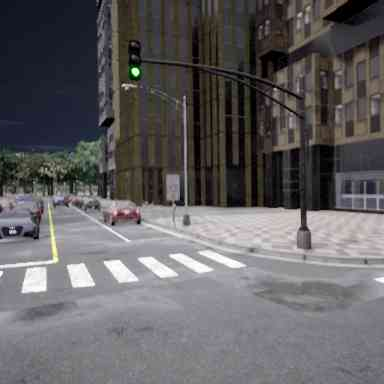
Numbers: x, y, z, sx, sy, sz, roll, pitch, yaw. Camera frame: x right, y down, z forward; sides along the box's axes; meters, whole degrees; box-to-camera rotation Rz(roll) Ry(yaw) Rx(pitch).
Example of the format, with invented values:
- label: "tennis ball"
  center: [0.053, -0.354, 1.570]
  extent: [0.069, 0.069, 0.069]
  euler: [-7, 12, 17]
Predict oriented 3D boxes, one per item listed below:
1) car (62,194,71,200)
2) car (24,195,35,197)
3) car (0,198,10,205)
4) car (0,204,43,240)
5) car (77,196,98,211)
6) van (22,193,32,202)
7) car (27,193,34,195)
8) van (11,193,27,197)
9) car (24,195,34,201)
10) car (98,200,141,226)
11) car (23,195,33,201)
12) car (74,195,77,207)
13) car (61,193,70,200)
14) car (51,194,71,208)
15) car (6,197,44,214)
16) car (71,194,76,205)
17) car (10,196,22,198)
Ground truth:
- label: "car"
  center: [-30.894, 1.226, 82.004]
  extent: [1.887, 1.381, 4.507]
  euler: [-1, 1, -24]
- label: "car"
  center: [-20.143, 1.440, 43.004]
  extent: [2.033, 1.411, 5.357]
  euler: [-1, 1, -24]
- label: "car"
  center: [-14.764, 1.316, 23.779]
  extent: [2.192, 1.841, 5.009]
  euler: [-1, 1, -24]
- label: "car"
  center: [-8.537, 1.541, 16.200]
  extent: [1.994, 1.385, 4.181]
  euler: [-1, 1, -24]
- label: "car"
  center: [-11.303, 1.356, 37.158]
  extent: [2.008, 1.369, 4.403]
  euler: [-1, 1, -24]
- label: "van"
  center: [-36.532, 1.201, 73.607]
  extent: [1.690, 1.788, 3.998]
  euler: [-1, 1, -24]
- label: "car"
  center: [-34.351, 1.438, 68.627]
  extent: [1.947, 1.339, 4.313]
  euler: [-1, 1, -24]
- label: "van"
  center: [-25.648, 1.268, 48.693]
  extent: [1.690, 1.788, 3.998]
  euler: [-1, 1, -24]
- label: "car"
  center: [-40.882, 1.401, 83.575]
  extent: [1.947, 1.339, 4.313]
  euler: [-1, 1, -24]
- label: "car"
  center: [-4.774, 1.291, 22.209]
  extent: [1.967, 1.590, 4.097]
  euler: [-1, 1, -24]
- label: "car"
  center: [-38.638, 1.373, 78.437]
  extent: [1.752, 1.417, 4.829]
  euler: [-1, 1, -24]
- label: "car"
  center: [-13.480, 1.335, 42.142]
  extent: [1.887, 1.381, 4.507]
  euler: [-1, 1, -24]
- label: "car"
  center: [-33.073, 1.110, 86.986]
  extent: [1.967, 1.590, 4.097]
  euler: [-1, 1, -24]
- label: "car"
  center: [-17.938, 1.357, 45.449]
  extent: [1.812, 1.442, 4.674]
  euler: [-1, 1, -24]
- label: "car"
  center: [-12.141, 1.428, 24.475]
  extent: [1.882, 1.535, 5.008]
  euler: [-1, 1, -23]
- label: "car"
  center: [-15.657, 1.320, 47.124]
  extent: [1.887, 1.381, 4.507]
  euler: [-1, 1, -24]
- label: "car"
  center: [-21.223, 1.482, 38.574]
  extent: [1.752, 1.417, 4.829]
  euler: [-1, 1, -24]
